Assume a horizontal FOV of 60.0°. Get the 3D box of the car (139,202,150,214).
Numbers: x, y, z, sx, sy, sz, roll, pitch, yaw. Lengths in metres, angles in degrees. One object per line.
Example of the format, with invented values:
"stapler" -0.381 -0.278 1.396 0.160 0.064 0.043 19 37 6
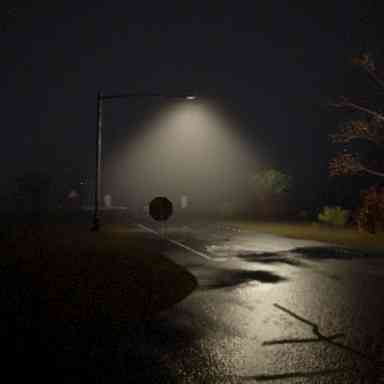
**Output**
"car" -7.911 2.822 58.167 2.150 2.045 5.566 2 -2 -17
